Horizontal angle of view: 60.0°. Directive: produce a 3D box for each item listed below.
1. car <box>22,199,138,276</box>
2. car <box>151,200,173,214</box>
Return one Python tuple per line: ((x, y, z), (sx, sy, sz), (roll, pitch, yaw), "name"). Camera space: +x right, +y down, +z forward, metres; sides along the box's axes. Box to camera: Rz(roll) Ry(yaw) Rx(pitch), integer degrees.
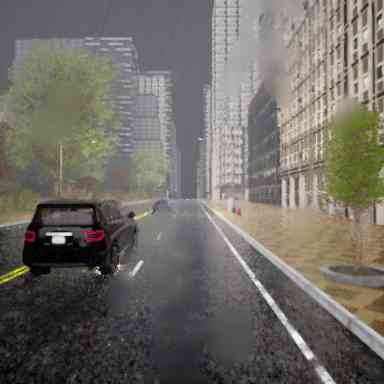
((-3.156, 1.228, 10.549), (2.150, 2.045, 5.566), (0, 0, 0), "car")
((-3.172, 1.587, 35.869), (1.812, 1.442, 4.674), (0, 0, 0), "car")
